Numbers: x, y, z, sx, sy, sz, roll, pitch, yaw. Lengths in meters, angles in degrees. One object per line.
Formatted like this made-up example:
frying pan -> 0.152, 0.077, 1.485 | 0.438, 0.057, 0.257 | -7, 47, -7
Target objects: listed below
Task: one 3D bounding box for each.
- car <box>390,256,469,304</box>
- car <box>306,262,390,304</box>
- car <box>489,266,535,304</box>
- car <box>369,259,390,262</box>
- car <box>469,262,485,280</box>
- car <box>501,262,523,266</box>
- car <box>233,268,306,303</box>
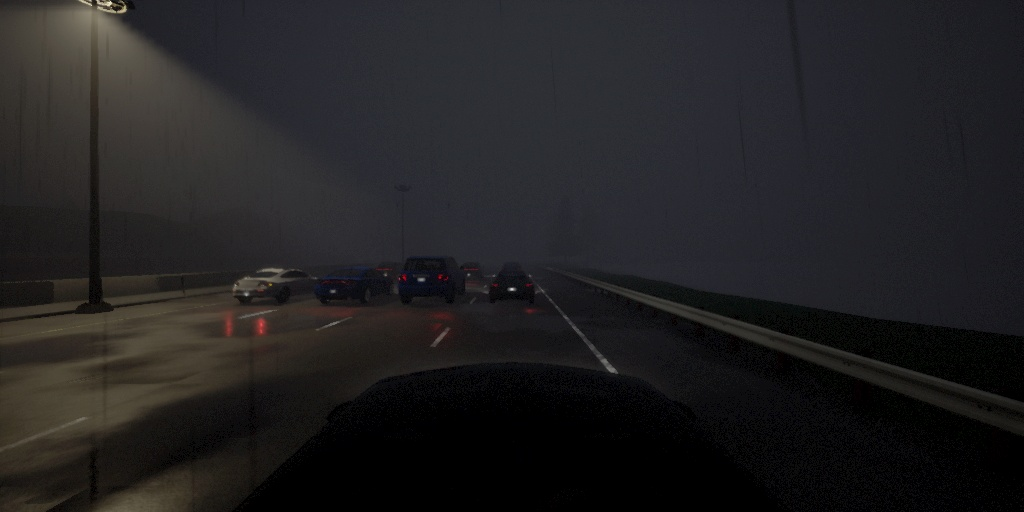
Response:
car -> -3.500, 1.008, 16.530 | 2.150, 2.045, 5.566 | 0, 0, 0
car -> -7.000, 1.235, 16.500 | 1.882, 1.535, 5.008 | 0, 0, 0
car -> 0.000, 1.322, 16.500 | 1.994, 1.385, 4.181 | 0, 0, 0
car -> -10.500, 1.266, 31.500 | 1.837, 1.490, 4.892 | 0, 0, 0
car -> -3.500, 1.266, 31.500 | 1.837, 1.490, 4.892 | 0, 0, 0
car -> 0.000, 1.235, 31.500 | 1.882, 1.535, 5.008 | 0, 0, 0
car -> -10.500, 1.283, 16.500 | 1.812, 1.442, 4.674 | 0, 0, 0
